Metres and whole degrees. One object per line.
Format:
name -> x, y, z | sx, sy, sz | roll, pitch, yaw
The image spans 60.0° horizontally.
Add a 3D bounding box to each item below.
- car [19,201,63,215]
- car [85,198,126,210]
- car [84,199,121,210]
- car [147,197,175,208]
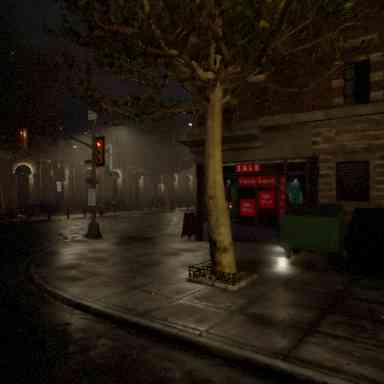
car -> -15.688, 1.587, 34.795 | 1.994, 1.385, 4.181 | 0, 0, 36
car -> -10.484, 1.515, 41.960 | 2.128, 1.511, 4.902 | 0, 0, 36
car -> -12.101, 1.621, 45.093 | 1.895, 1.301, 4.718 | 0, 0, 36
car -> -4.595, 1.501, 50.051 | 1.882, 1.535, 5.008 | 0, 0, 36
